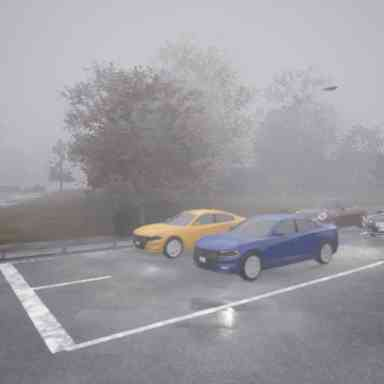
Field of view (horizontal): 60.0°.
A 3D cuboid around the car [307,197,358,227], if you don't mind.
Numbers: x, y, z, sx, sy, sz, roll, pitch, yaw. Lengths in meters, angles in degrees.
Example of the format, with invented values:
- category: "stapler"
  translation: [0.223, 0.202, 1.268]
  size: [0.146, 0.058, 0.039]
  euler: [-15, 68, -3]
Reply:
- category: "car"
  translation: [7.403, 1.128, 17.856]
  size: [4.553, 1.767, 2.097]
  euler: [-2, 1, -35]

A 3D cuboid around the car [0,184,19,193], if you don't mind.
- category: "car"
  translation: [-29.872, -0.627, 54.816]
  size: [2.128, 1.511, 4.902]
  euler: [0, 4, -1]

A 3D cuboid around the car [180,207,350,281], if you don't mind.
- category: "car"
  translation: [2.333, 1.426, 9.941]
  size: [5.008, 1.535, 1.882]
  euler: [-1, 1, -34]

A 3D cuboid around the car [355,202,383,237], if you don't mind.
- category: "car"
  translation: [10.043, 1.247, 15.441]
  size: [4.902, 1.511, 2.128]
  euler: [-2, 1, -35]

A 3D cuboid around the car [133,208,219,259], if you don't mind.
- category: "car"
  translation: [0.188, 1.428, 12.724]
  size: [5.008, 1.535, 1.882]
  euler: [-1, 1, -35]

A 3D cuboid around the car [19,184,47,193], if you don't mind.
- category: "car"
  translation: [-26.427, -0.634, 56.043]
  size: [2.033, 1.411, 5.357]
  euler: [0, 4, -1]
